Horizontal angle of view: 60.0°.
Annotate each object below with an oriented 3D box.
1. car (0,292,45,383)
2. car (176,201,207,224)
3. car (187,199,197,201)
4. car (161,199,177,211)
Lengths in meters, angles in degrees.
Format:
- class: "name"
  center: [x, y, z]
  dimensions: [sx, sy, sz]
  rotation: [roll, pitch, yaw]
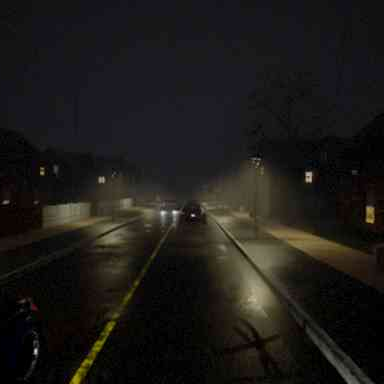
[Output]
- class: "car"
  center: [-2.854, 1.571, 2.514]
  dimensions: [1.994, 1.385, 4.181]
  rotation: [0, 0, 0]
- class: "car"
  center: [0.070, 1.632, 25.392]
  dimensions: [1.994, 1.385, 4.181]
  rotation: [0, 0, 0]
- class: "car"
  center: [0.047, 1.642, 42.268]
  dimensions: [1.812, 1.442, 4.674]
  rotation: [0, 0, 0]
- class: "car"
  center: [-2.874, 1.643, 42.826]
  dimensions: [1.812, 1.442, 4.674]
  rotation: [0, 0, 0]
